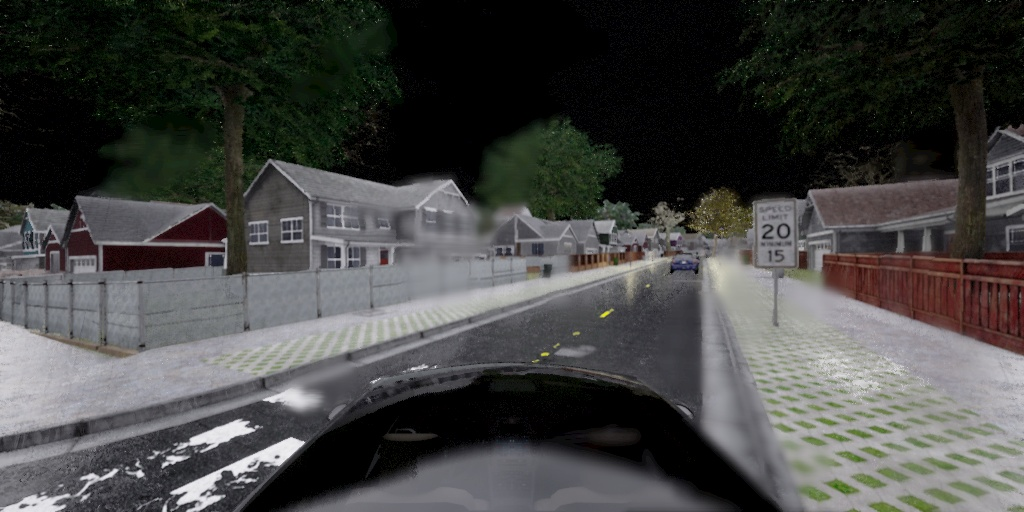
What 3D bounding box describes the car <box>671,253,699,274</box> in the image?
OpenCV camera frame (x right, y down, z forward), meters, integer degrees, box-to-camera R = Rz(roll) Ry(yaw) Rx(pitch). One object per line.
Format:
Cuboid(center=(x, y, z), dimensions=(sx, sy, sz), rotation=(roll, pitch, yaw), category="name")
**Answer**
Cuboid(center=(15.111, 0.530, 31.286), dimensions=(2.097, 1.767, 4.553), rotation=(-1, 1, 28), category="car")
